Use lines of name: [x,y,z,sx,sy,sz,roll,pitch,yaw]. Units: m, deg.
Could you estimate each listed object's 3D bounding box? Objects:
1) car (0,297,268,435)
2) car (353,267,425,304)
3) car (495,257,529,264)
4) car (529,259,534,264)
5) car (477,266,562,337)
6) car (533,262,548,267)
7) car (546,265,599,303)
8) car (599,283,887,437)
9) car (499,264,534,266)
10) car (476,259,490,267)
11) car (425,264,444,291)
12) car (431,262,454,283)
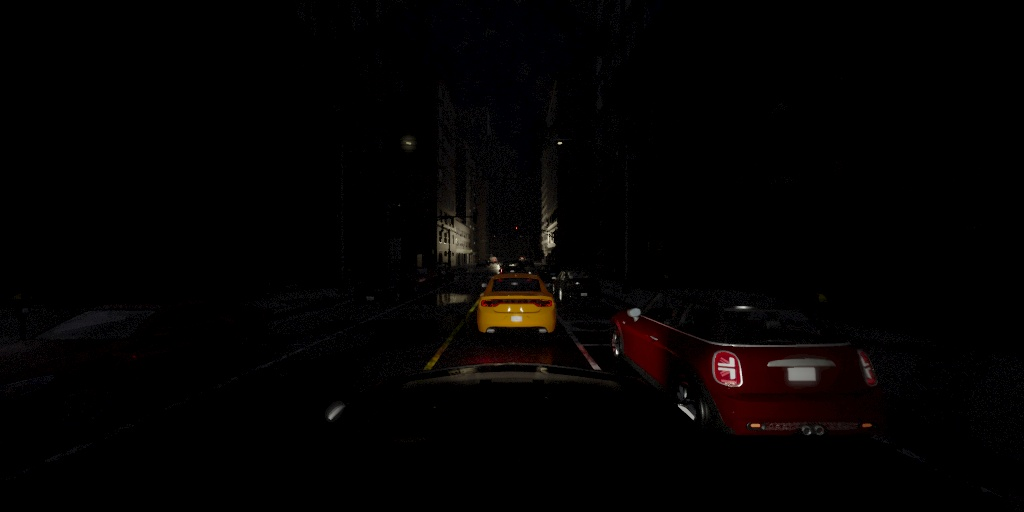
car: [-5.664,1.332,5.481,1.802,1.307,4.207,0,0,0]
car: [-5.649,1.316,16.484,1.948,1.339,4.313,0,0,0]
car: [0.065,1.105,28.076,2.097,1.767,4.553,0,0,1]
car: [2.976,1.232,64.563,1.967,1.591,4.097,0,0,0]
car: [0.109,1.228,10.356,1.882,1.535,5.008,0,0,0]
car: [2.891,1.318,27.474,1.948,1.339,4.313,0,0,0]
car: [2.876,1.301,16.472,2.007,1.370,4.403,0,0,0]
car: [2.861,1.190,5.469,1.967,1.591,4.097,0,0,0]
car: [0.124,1.315,19.344,1.994,1.385,4.181,0,0,0]
car: [-5.549,1.374,64.588,1.802,1.307,4.207,0,0,0]
car: [-5.642,1.333,21.985,1.802,1.307,4.207,0,0,0]
car: [-5.634,1.192,27.486,1.967,1.591,4.097,0,0,0]
